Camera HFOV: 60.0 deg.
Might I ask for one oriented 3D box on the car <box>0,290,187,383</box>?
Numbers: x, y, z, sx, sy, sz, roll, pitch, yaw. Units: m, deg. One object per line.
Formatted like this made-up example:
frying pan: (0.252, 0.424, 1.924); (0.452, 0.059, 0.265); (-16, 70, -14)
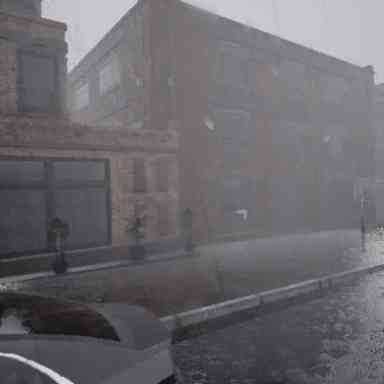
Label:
car: (-2.303, 1.505, 1.746); (4.892, 1.490, 1.837); (0, 0, -35)
